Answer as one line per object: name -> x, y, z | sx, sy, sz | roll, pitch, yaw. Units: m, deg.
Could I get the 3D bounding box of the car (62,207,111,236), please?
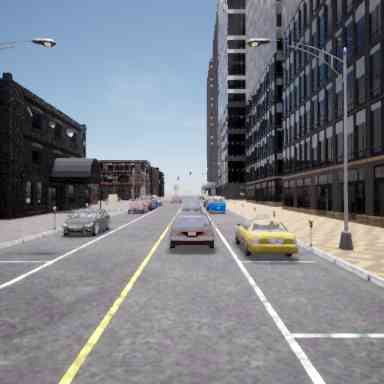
car -> -5.679, 1.555, 18.356 | 2.008, 1.369, 4.403 | 1, 0, 0

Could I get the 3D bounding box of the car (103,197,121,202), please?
car -> -19.418, 1.833, 80.885 | 4.313, 1.339, 1.947 | -1, 0, 1

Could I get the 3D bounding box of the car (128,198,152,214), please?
car -> -5.679, 1.592, 35.288 | 1.802, 1.307, 4.206 | 1, 0, 0

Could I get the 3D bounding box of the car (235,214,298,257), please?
car -> 2.669, 1.528, 12.827 | 1.752, 1.417, 4.829 | 1, 0, 0

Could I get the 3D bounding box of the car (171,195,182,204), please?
car -> -3.000, 1.428, 64.688 | 2.097, 1.767, 4.553 | 0, 0, 0

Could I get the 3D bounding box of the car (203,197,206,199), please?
car -> 2.668, 1.579, 40.877 | 1.947, 1.339, 4.313 | 1, 0, 0

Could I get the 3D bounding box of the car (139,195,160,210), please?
car -> -5.675, 1.328, 40.932 | 2.192, 1.841, 5.009 | 1, 0, 0

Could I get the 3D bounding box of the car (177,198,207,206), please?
car -> 0.000, 1.572, 29.654 | 2.033, 1.411, 5.357 | 0, 0, 0

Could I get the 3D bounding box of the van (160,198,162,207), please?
van -> -5.675, 1.356, 46.576 | 1.690, 1.788, 3.998 | 1, 0, 0

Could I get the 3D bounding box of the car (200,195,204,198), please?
car -> 2.668, 1.584, 52.166 | 1.947, 1.339, 4.313 | 1, 0, 0

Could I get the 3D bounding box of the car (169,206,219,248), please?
car -> 0.000, 1.567, 14.652 | 2.033, 1.411, 5.357 | 0, 0, 0

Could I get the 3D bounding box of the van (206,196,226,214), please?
van -> 2.672, 1.352, 35.233 | 1.690, 1.788, 3.998 | 1, 0, 0
